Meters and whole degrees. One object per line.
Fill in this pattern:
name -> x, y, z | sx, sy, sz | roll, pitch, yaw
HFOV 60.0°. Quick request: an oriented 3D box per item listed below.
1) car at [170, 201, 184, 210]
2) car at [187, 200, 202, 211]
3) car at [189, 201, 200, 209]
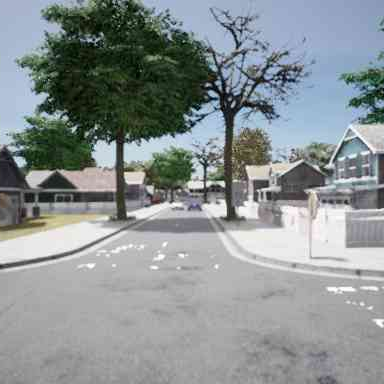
car -> -2.354, 2.165, 53.734 | 1.812, 1.442, 4.674 | 0, -1, 0
car -> 0.367, 1.946, 49.898 | 2.097, 1.767, 4.553 | 0, -1, 0
car -> 0.442, 2.278, 59.961 | 1.994, 1.385, 4.181 | 0, -1, 0
